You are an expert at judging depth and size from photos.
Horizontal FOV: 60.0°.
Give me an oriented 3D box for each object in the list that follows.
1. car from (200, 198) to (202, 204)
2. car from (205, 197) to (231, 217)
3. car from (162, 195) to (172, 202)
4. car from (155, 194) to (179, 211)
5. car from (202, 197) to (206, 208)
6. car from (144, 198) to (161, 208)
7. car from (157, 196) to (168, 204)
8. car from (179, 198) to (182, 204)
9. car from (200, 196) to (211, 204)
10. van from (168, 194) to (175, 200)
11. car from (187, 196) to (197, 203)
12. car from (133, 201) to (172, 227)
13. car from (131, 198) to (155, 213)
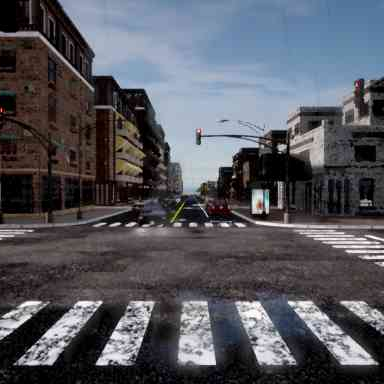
[{"bbox_3d":[2.591,1.571,48.916,2.008,1.369,4.403,0,0,0],"label":"car"},{"bbox_3d":[2.623,1.446,31.825,1.967,1.590,4.097,0,0,0],"label":"car"},{"bbox_3d":[-5.846,1.497,77.370,1.967,1.590,4.097,0,0,0],"label":"car"},{"bbox_3d":[-3.183,1.235,42.385,2.150,2.045,5.566,0,0,-1],"label":"car"},{"bbox_3d":[2.602,1.597,43.219,1.802,1.307,4.206,0,0,0],"label":"car"},{"bbox_3d":[-5.789,1.571,48.888,2.008,1.369,4.403,0,0,0],"label":"car"},{"bbox_3d":[-5.822,1.565,65.807,1.752,1.417,4.829,0,0,0],"label":"car"},{"bbox_3d":[-3.131,1.564,64.223,1.812,1.442,4.674,0,0,0],"label":"car"},{"bbox_3d":[2.559,1.591,66.006,2.008,1.369,4.403,-1,0,0],"label":"car"},{"bbox_3d":[-5.879,1.430,94.460,1.690,1.788,3.998,-1,0,0],"label":"van"},{"bbox_3d":[-0.045,1.593,70.279,2.033,1.411,5.357,0,0,0],"label":"car"},{"bbox_3d":[-2.720,1.536,22.955,2.033,1.411,5.357,0,-1,-7],"label":"car"},{"bbox_3d":[-5.767,1.561,37.494,2.008,1.369,4.403,0,0,0],"label":"car"}]
